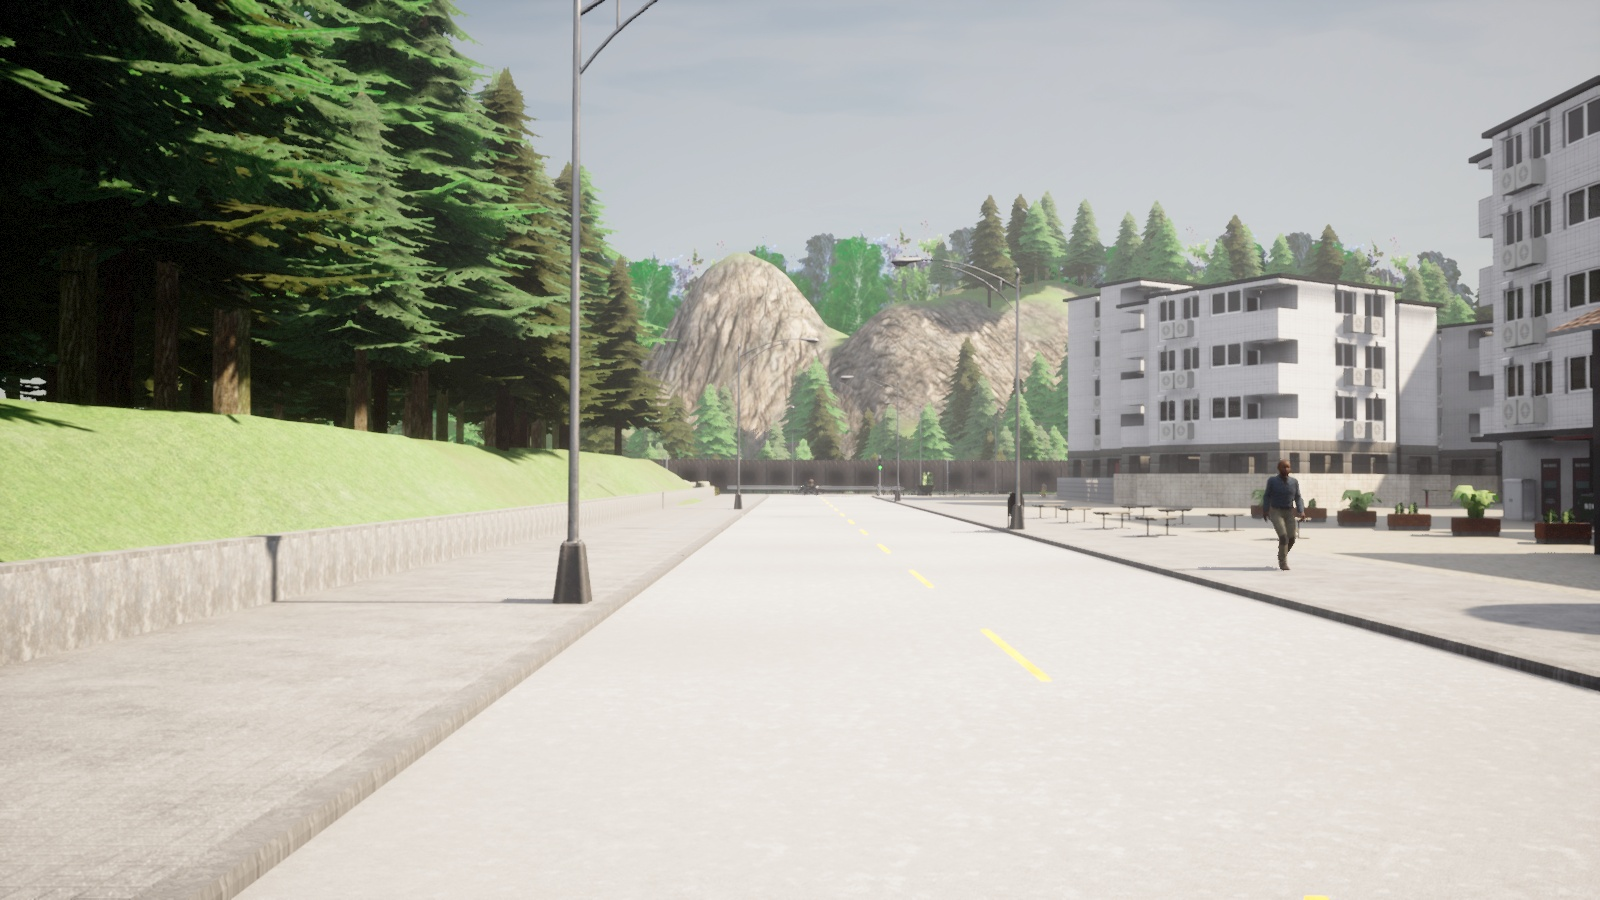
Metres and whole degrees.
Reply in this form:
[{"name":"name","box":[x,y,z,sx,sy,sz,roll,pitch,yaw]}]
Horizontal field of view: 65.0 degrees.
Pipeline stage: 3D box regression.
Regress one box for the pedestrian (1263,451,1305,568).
[{"name":"pedestrian","box":[7.750,0.939,20.121,0.370,1.835,0.726,0,-1,1]}]
